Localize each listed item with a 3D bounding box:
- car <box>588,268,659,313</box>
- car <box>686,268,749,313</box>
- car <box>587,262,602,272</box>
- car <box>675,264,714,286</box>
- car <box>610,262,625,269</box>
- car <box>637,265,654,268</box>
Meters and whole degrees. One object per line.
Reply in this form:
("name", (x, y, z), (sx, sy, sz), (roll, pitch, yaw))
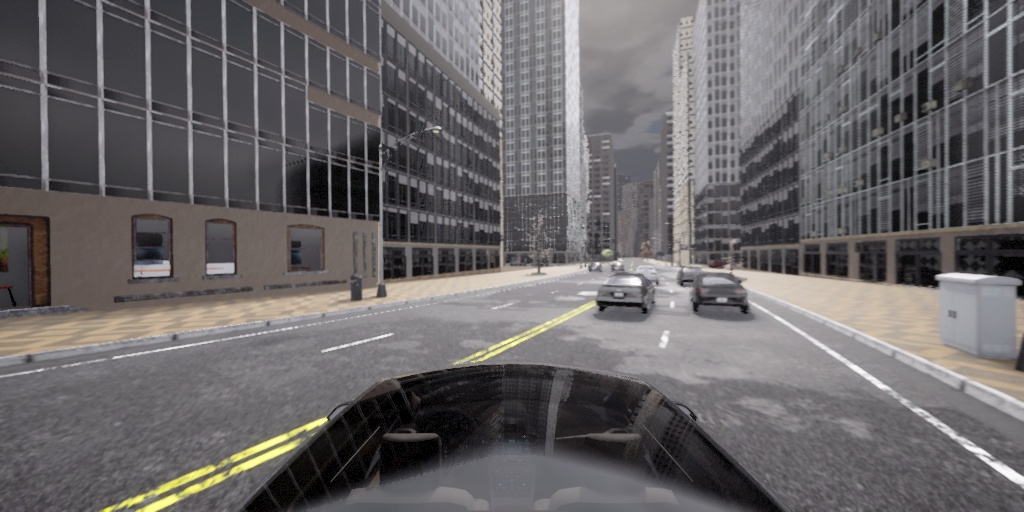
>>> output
("car", (4.787, 1.411, 14.779), (2.033, 1.411, 5.357), (0, -1, 25))
("car", (8.302, 1.379, 14.646), (1.812, 1.442, 4.674), (0, 0, 25))
("car", (12.605, 1.700, 54.299), (2.128, 1.511, 4.902), (0, -1, 19))
("car", (13.705, 1.501, 27.479), (2.033, 1.411, 5.357), (0, -1, 21))
("car", (15.683, 1.678, 53.256), (2.128, 1.511, 4.902), (0, -1, 19))
("car", (11.175, 1.511, 29.974), (1.812, 1.442, 4.674), (0, 0, 21))
